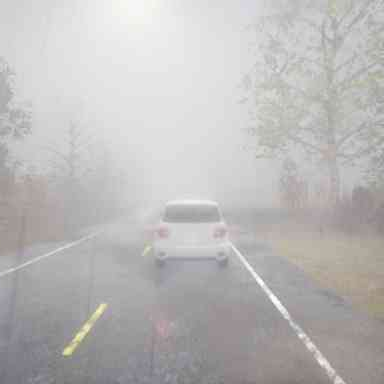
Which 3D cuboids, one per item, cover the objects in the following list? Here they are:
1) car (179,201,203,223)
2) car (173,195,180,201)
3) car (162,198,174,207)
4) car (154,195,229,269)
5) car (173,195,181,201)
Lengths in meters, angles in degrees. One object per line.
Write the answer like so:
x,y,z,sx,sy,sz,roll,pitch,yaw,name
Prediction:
-0.052,1.606,27.688,1.837,1.490,4.892,0,0,0,car
-3.871,1.571,84.312,1.812,1.442,4.674,0,0,-2,car
-4.268,1.730,58.410,2.033,1.411,5.357,0,0,-4,car
0.013,1.265,11.505,2.150,2.045,5.566,0,0,0,car
-4.034,1.646,91.687,2.128,1.511,4.902,0,0,0,car
